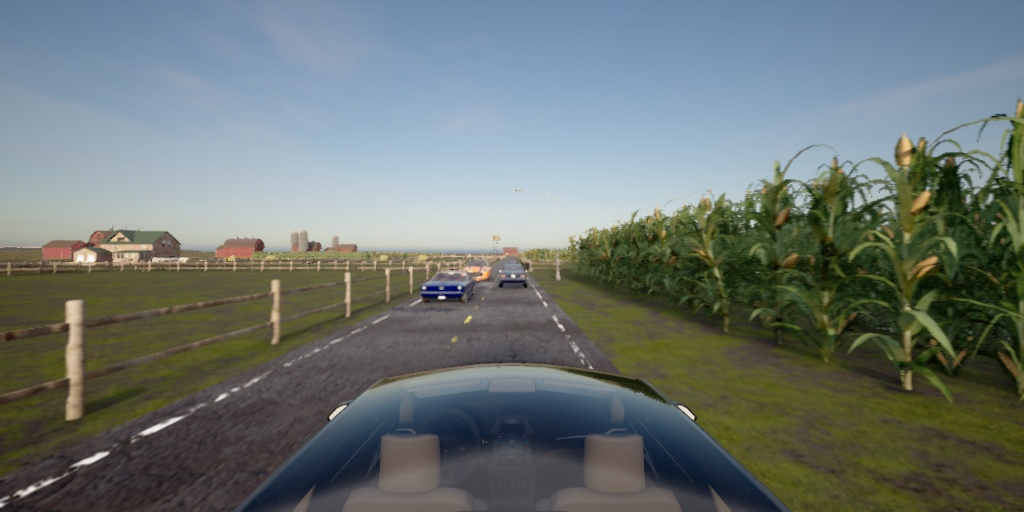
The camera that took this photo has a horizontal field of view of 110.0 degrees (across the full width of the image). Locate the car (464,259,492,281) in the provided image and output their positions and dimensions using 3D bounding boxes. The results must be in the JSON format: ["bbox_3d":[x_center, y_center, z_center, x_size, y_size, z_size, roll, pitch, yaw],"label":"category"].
[{"bbox_3d":[-2.791,1.096,29.447,2.097,1.767,4.553,0,0,1],"label":"car"}]

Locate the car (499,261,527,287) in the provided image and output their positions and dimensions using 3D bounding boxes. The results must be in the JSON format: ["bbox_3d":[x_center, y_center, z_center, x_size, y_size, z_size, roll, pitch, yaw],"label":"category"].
[{"bbox_3d":[0.080,1.293,24.536,2.033,1.411,5.357,0,0,0],"label":"car"}]

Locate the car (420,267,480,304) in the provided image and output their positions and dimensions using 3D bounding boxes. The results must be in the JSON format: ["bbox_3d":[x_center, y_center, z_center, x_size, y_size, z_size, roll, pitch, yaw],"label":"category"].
[{"bbox_3d":[-2.785,1.350,16.483,1.895,1.301,4.718,0,0,1],"label":"car"}]
